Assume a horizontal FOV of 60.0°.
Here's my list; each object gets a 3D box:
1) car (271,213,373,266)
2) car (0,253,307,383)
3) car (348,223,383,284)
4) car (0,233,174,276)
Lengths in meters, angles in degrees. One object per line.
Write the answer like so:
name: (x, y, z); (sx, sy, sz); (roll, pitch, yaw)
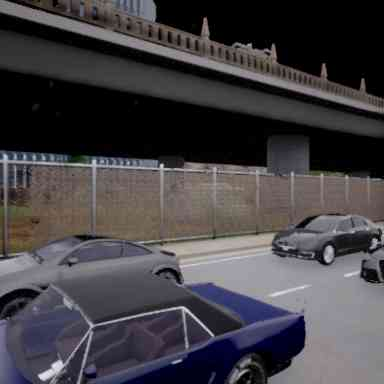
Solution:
car: (4.895, 1.534, 11.825); (4.892, 1.490, 1.837); (0, 0, -36)
car: (-1.068, 1.606, 3.233); (4.718, 1.301, 1.895); (0, 0, -36)
car: (6.069, 1.588, 8.358); (4.181, 1.385, 1.994); (0, 0, -36)
car: (-2.236, 1.575, 6.702); (4.181, 1.385, 1.994); (0, 0, -36)
